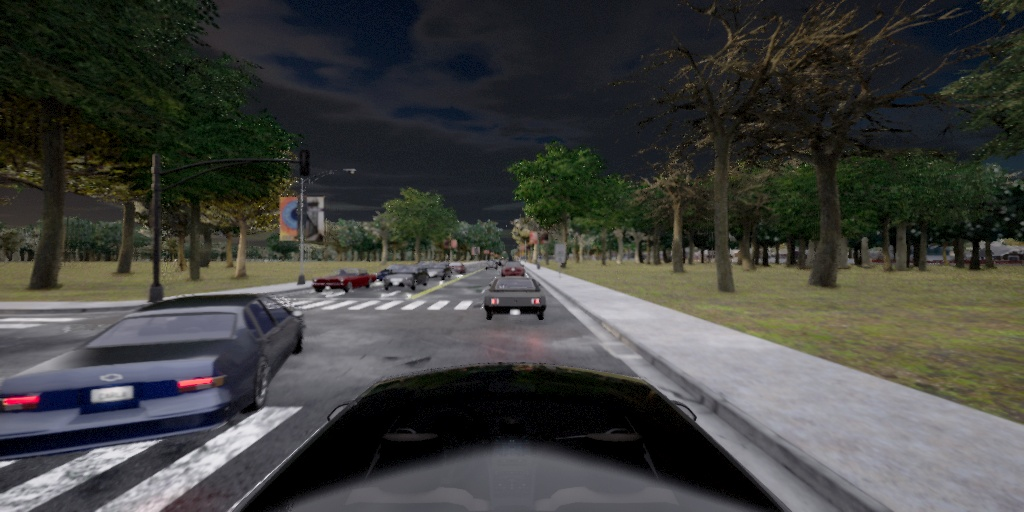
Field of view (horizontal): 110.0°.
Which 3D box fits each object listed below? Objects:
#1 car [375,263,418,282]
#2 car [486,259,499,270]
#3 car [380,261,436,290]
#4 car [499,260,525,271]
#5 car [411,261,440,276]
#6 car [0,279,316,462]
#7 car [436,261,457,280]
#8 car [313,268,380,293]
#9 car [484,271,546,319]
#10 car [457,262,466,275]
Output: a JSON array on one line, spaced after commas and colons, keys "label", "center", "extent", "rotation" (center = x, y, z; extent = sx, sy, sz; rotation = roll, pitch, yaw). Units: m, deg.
[{"label": "car", "center": [-9.851, 1.383, 31.038], "extent": [2.033, 1.411, 5.357], "rotation": [0, 0, 0]}, {"label": "car", "center": [-3.209, 1.480, 57.393], "extent": [2.033, 1.411, 5.357], "rotation": [0, 0, 0]}, {"label": "car", "center": [-6.601, 1.302, 22.861], "extent": [2.128, 1.511, 4.902], "rotation": [0, 0, 0]}, {"label": "car", "center": [0.094, 1.196, 33.628], "extent": [2.097, 1.767, 4.553], "rotation": [0, 0, 0]}, {"label": "car", "center": [-9.822, 1.362, 41.030], "extent": [2.128, 1.511, 4.902], "rotation": [0, 0, 1]}, {"label": "car", "center": [-4.595, 1.308, 5.583], "extent": [2.033, 1.411, 5.357], "rotation": [0, 0, -22]}, {"label": "car", "center": [-6.599, 1.331, 32.198], "extent": [2.128, 1.511, 4.902], "rotation": [0, 0, 0]}, {"label": "car", "center": [-9.852, 1.406, 21.386], "extent": [1.895, 1.301, 4.718], "rotation": [0, 0, 0]}, {"label": "car", "center": [0.096, 1.382, 12.851], "extent": [1.895, 1.301, 4.718], "rotation": [0, 0, 0]}, {"label": "car", "center": [-6.568, 1.401, 42.433], "extent": [1.812, 1.442, 4.674], "rotation": [0, 0, 0]}]
